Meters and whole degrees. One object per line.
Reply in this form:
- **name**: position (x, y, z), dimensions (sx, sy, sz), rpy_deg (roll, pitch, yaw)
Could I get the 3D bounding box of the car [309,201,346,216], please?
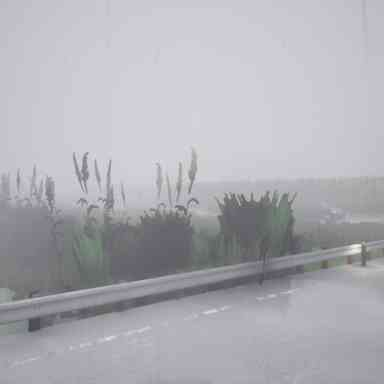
- **car**: position (10.878, 1.574, 29.024), dimensions (2.097, 1.767, 4.553), rpy_deg (-1, 1, -43)
